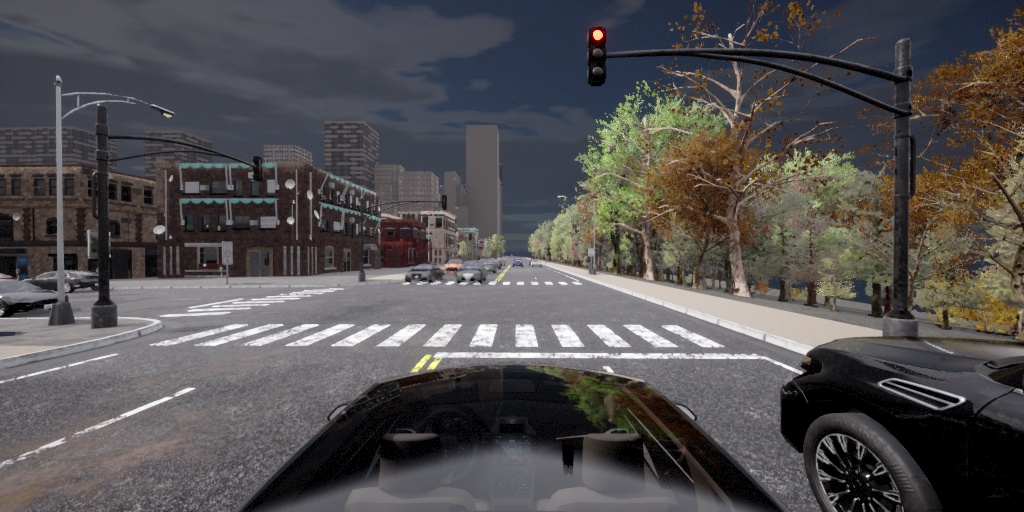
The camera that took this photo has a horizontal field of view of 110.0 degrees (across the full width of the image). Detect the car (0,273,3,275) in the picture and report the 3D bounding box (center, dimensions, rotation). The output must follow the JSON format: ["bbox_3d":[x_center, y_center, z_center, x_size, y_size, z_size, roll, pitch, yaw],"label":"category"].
[{"bbox_3d":[-33.491,1.654,22.436,4.207,1.307,1.802,0,0,1],"label":"car"}]

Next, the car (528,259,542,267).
[{"bbox_3d":[4.370,1.327,64.102,1.895,1.301,4.718,0,0,1],"label":"car"}]

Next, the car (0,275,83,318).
[{"bbox_3d":[-19.765,1.565,13.688,4.313,1.339,1.948,0,0,1],"label":"car"}]

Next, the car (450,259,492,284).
[{"bbox_3d":[-2.952,1.235,26.802,2.128,1.511,4.902,0,0,1],"label":"car"}]

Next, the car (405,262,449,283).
[{"bbox_3d":[-6.578,1.307,27.394,1.994,1.385,4.181,0,0,6],"label":"car"}]

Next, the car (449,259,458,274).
[{"bbox_3d":[-6.004,1.089,38.414,2.097,1.767,4.553,0,0,1],"label":"car"}]

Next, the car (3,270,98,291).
[{"bbox_3d":[-27.956,1.560,22.337,4.403,1.370,2.007,0,0,1],"label":"car"}]

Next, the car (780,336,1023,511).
[{"bbox_3d":[3.322,0.972,0.647,2.150,2.045,5.566,0,0,1],"label":"car"}]

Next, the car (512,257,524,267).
[{"bbox_3d":[1.010,1.252,63.772,1.812,1.442,4.674,0,0,1],"label":"car"}]

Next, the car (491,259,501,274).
[{"bbox_3d":[-2.719,1.230,40.311,2.128,1.511,4.902,0,0,1],"label":"car"}]

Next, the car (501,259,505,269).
[{"bbox_3d":[-2.508,1.224,52.770,2.128,1.511,4.902,0,0,1],"label":"car"}]
